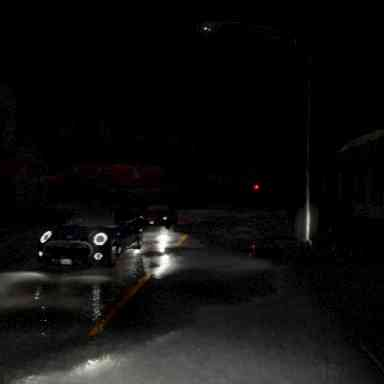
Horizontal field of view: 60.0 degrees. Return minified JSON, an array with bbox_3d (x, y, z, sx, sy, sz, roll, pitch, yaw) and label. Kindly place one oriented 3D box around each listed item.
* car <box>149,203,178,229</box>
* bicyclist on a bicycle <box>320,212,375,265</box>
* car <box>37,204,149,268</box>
[{"bbox_3d":[-2.039,1.474,21.282,1.812,1.442,4.674,1,0,6],"label":"car"},{"bbox_3d":[4.891,1.465,10.424,1.656,1.620,0.582,2,0,6],"label":"bicyclist on a bicycle"},{"bbox_3d":[-3.113,1.276,11.098,2.097,1.767,4.553,1,0,6],"label":"car"}]
